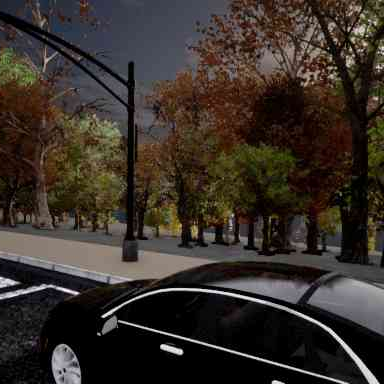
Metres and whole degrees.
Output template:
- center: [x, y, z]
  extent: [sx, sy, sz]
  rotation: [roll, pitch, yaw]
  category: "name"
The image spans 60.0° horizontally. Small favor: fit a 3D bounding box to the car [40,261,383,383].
- center: [0.376, 1.505, 3.406]
  extent: [4.892, 1.490, 1.837]
  rotation: [0, 0, 36]
  category: "car"
